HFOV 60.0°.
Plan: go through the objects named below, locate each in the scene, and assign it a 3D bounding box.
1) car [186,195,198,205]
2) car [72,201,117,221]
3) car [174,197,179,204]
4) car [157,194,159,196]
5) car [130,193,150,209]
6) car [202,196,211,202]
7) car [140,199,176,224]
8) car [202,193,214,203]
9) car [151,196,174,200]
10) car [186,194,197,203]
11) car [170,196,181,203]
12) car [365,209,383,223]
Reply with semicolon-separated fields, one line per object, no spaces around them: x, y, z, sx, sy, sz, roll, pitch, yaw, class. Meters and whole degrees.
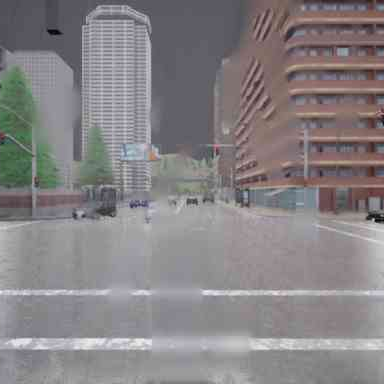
0.024;1.477;58.810;1.882;1.535;5.008;0;0;0;car
-7.869;1.488;27.376;2.128;1.511;4.902;0;0;13;car
-3.656;1.525;57.526;1.812;1.442;4.674;0;0;0;car
-7.105;1.547;65.354;2.033;1.411;5.357;0;0;0;car
-7.150;1.222;46.171;2.150;2.045;5.566;0;0;0;car
3.397;1.576;78.268;1.895;1.301;4.718;0;0;0;car
-2.652;1.504;25.094;1.812;1.442;4.674;-1;0;-13;car
3.410;1.221;68.701;2.150;2.045;5.566;0;0;0;car
-3.653;1.526;41.570;1.812;1.442;4.674;0;0;0;car
-0.091;1.352;69.487;2.097;1.767;4.553;0;0;0;car
-3.596;1.524;72.979;2.033;1.411;5.357;0;0;0;car
15.001;1.492;23.271;5.357;1.411;2.033;0;0;-12;car
